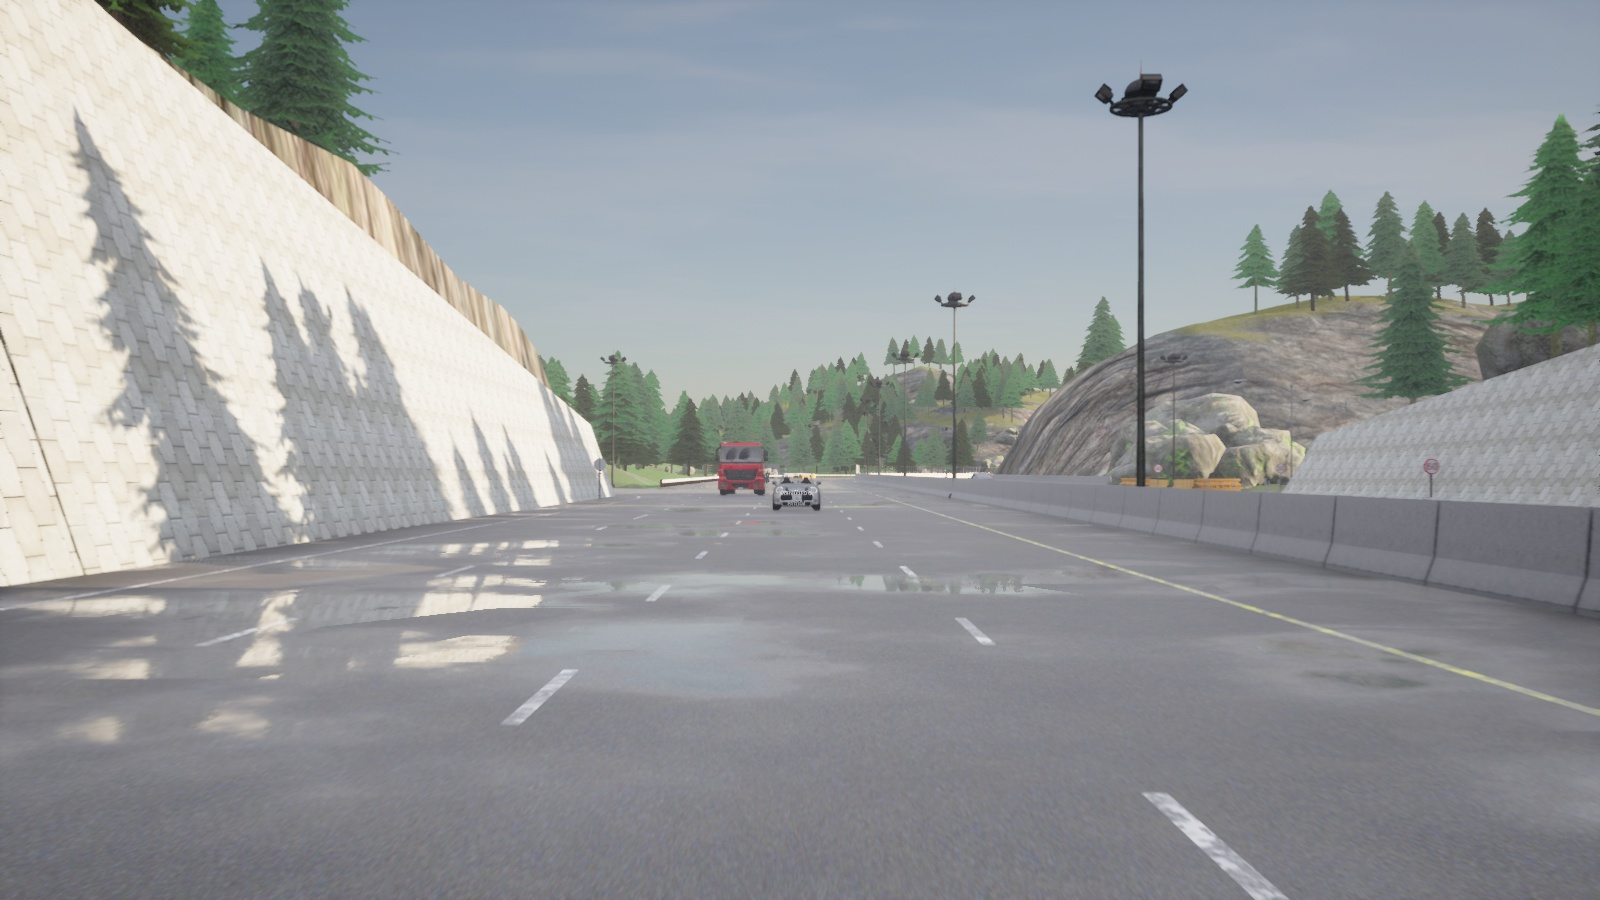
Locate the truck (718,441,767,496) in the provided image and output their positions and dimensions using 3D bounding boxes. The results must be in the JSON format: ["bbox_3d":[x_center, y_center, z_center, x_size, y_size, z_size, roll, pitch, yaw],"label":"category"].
[{"bbox_3d":[-3.703,1.226,82.362,2.891,3.462,7.936,0,-1,0],"label":"truck"}]

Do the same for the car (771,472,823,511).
[{"bbox_3d":[-0.121,1.618,50.023,1.970,1.475,3.806,0,-1,0],"label":"car"}]
